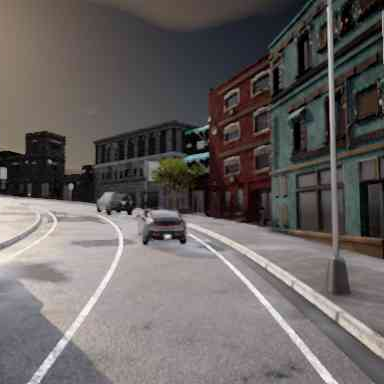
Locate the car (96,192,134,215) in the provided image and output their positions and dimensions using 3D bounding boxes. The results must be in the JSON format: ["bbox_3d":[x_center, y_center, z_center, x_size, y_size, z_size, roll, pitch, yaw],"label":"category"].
[{"bbox_3d":[-6.963,0.984,29.839,2.150,2.045,5.566,2,0,-29],"label":"car"}]

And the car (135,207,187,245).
[{"bbox_3d":[-1.462,1.459,15.323,1.837,1.490,4.892,1,0,-12],"label":"car"}]
